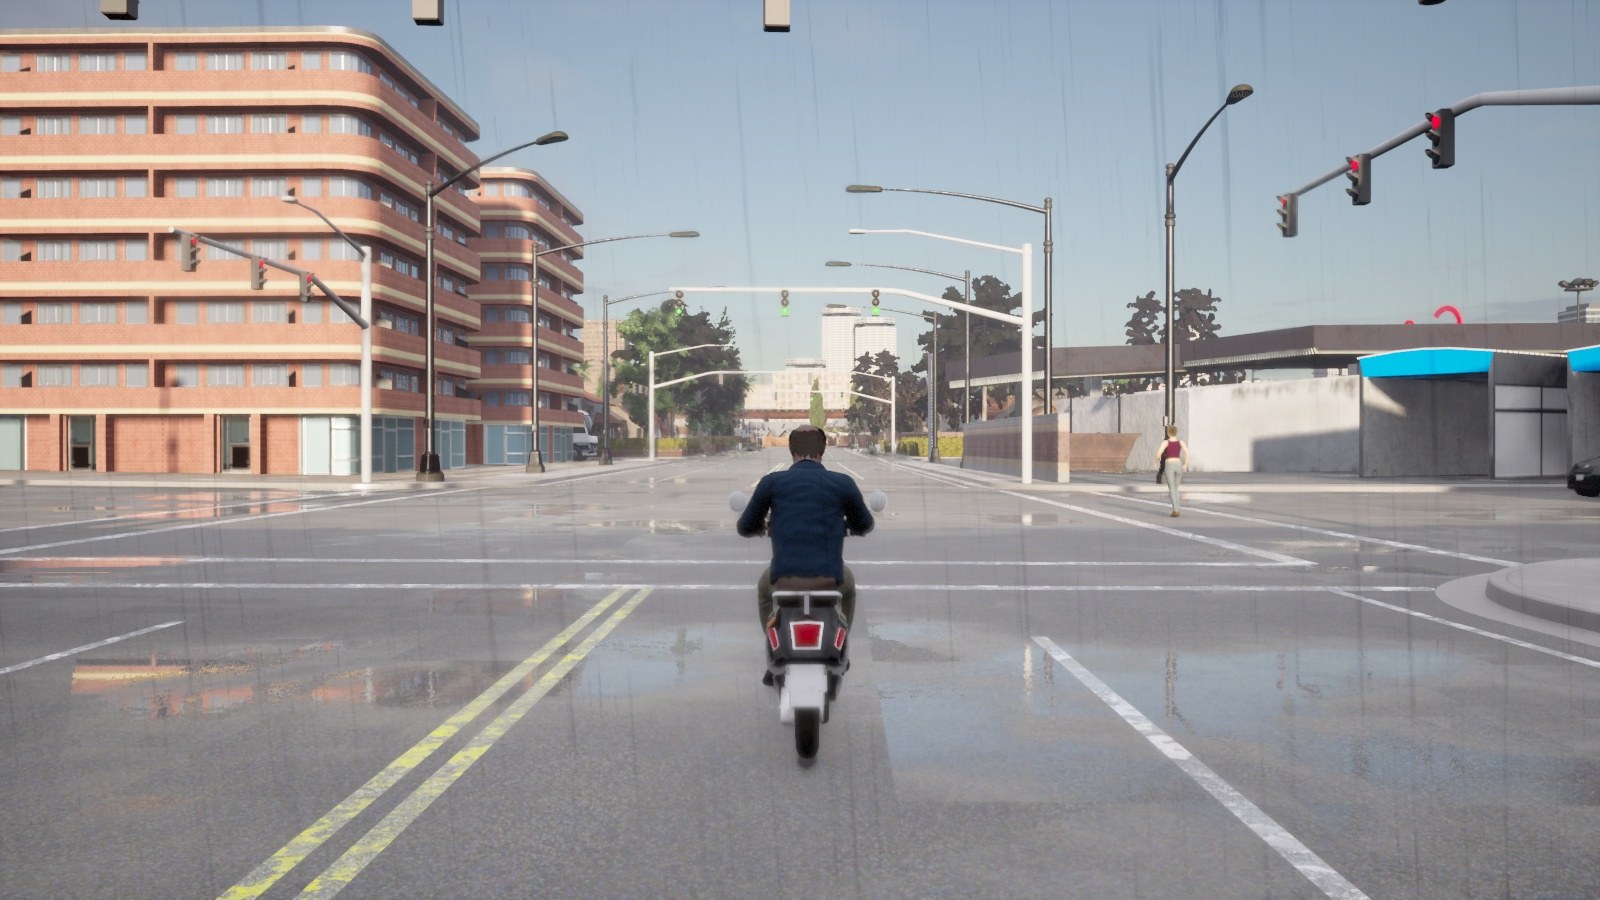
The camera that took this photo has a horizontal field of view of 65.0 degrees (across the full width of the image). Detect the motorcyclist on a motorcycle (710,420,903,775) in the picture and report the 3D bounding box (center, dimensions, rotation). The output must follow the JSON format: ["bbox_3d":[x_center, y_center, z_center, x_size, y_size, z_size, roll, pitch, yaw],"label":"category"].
[{"bbox_3d":[0.038,0.663,6.554,0.866,1.590,1.817,0,0,1],"label":"motorcyclist on a motorcycle"}]

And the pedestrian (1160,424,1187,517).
[{"bbox_3d":[7.425,0.404,24.988,0.345,1.836,0.594,0,0,-2],"label":"pedestrian"}]

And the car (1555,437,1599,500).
[{"bbox_3d":[22.620,0.474,33.414,3.988,1.617,1.851,0,0,-2],"label":"car"}]
